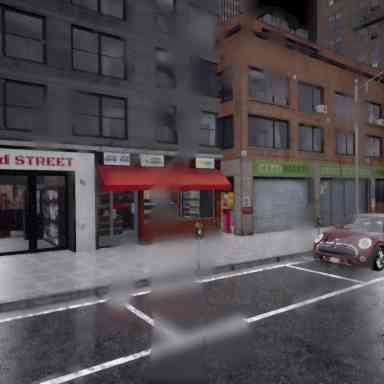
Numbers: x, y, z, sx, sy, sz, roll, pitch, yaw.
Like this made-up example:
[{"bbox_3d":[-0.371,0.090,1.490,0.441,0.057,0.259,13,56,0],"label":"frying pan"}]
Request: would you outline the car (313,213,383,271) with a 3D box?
[{"bbox_3d":[5.728,1.438,10.757,4.097,1.590,1.967,0,-1,-36],"label":"car"}]
